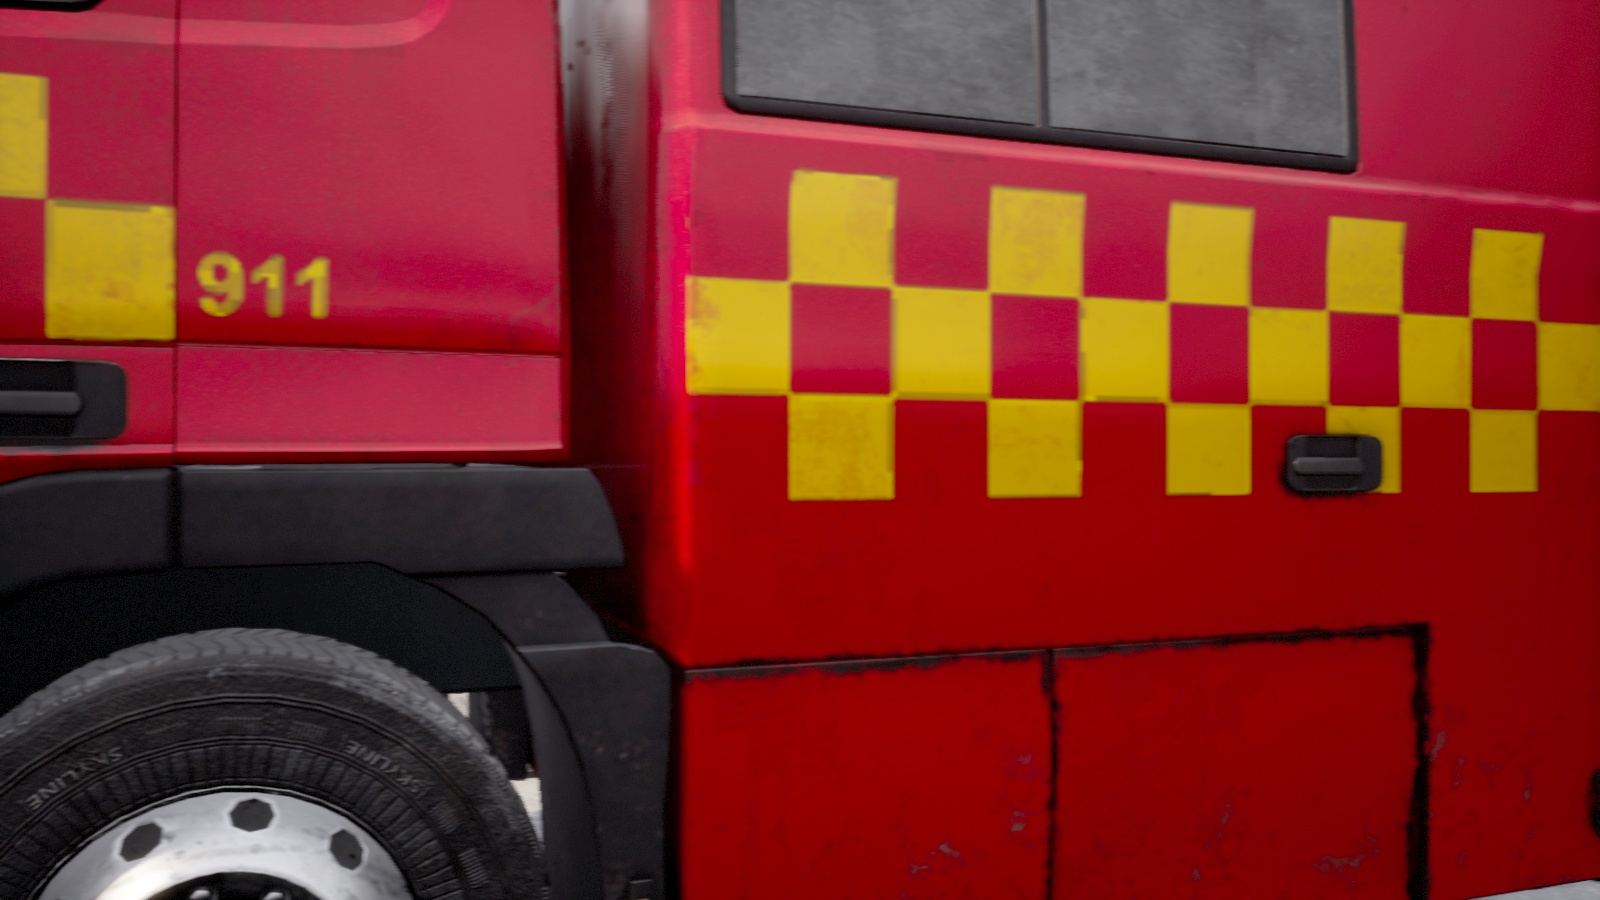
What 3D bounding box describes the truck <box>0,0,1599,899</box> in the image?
[{"bbox_3d":[0.630,-0.424,4.181,8.468,3.827,2.891,0,0,-20],"label":"truck"}]
